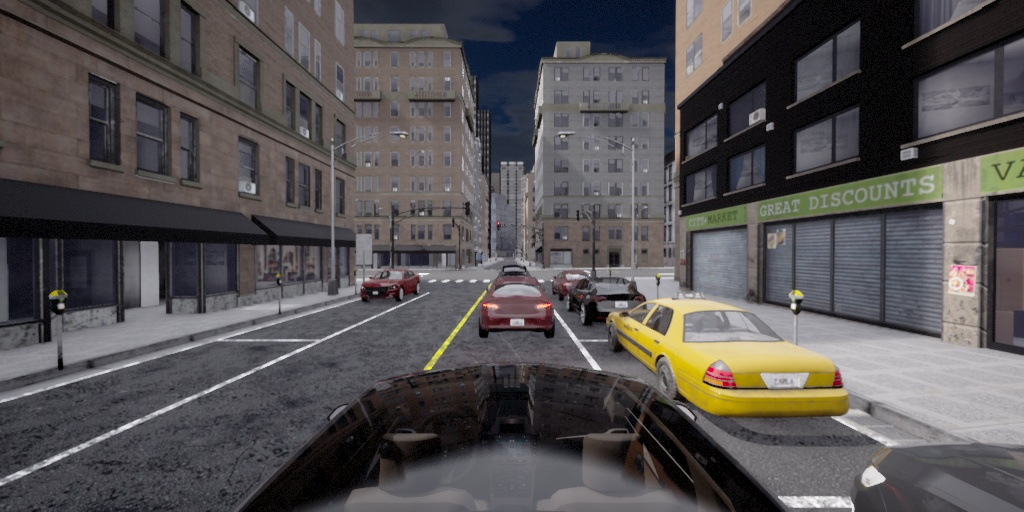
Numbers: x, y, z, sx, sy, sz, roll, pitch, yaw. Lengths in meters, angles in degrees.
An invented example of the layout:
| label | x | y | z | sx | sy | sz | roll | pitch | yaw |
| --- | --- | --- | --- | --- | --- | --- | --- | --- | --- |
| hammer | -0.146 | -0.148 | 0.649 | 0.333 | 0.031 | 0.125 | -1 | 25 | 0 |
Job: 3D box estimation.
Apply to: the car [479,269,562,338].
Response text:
| label | x | y | z | sx | sy | sz | roll | pitch | yaw |
| --- | --- | --- | --- | --- | --- | --- | --- | --- | --- |
| car | 0.106 | 1.270 | 10.067 | 1.812 | 1.442 | 4.674 | 0 | 0 | 0 |

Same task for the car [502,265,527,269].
| label | x | y | z | sx | sy | sz | roll | pitch | yaw |
| --- | --- | --- | --- | --- | --- | --- | --- | --- | --- |
| car | 0.126 | 1.241 | 20.346 | 1.837 | 1.490 | 4.892 | 0 | 0 | 0 |

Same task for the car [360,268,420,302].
| label | x | y | z | sx | sy | sz | roll | pitch | yaw |
| --- | --- | --- | --- | --- | --- | --- | --- | --- | --- |
| car | -5.648 | 1.284 | 17.098 | 1.888 | 1.381 | 4.507 | 0 | 0 | 0 |

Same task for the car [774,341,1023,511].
| label | x | y | z | sx | sy | sz | roll | pitch | yaw |
| --- | --- | --- | --- | --- | --- | --- | --- | --- | --- |
| car | 2.871 | 1.301 | 0.330 | 2.007 | 1.370 | 4.403 | 0 | 0 | 0 |

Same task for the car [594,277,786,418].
| label | x | y | z | sx | sy | sz | roll | pitch | yaw |
| --- | --- | --- | --- | --- | --- | --- | --- | --- | --- |
| car | 2.881 | 1.272 | 6.085 | 1.751 | 1.417 | 4.829 | 0 | 0 | 0 |

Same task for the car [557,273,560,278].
| label | x | y | z | sx | sy | sz | roll | pitch | yaw |
| --- | --- | --- | --- | --- | --- | --- | --- | --- | --- |
| car | 2.898 | 1.321 | 17.087 | 1.802 | 1.307 | 4.207 | 0 | 0 | 0 |

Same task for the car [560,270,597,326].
| label | x | y | z | sx | sy | sz | roll | pitch | yaw |
| --- | --- | --- | --- | --- | --- | --- | --- | --- | --- |
| car | 2.889 | 1.309 | 11.502 | 1.948 | 1.339 | 4.313 | 0 | 0 | 0 |
